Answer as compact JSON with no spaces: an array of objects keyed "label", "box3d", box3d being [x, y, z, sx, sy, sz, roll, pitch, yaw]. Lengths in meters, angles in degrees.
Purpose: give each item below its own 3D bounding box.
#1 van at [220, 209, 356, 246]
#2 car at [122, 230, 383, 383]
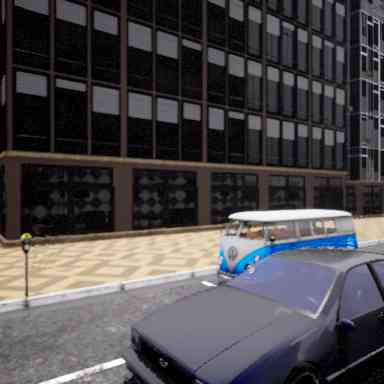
[{"label":"van","box3d":[2.475,1.355,8.327,3.998,1.788,1.690,0,0,-35]},{"label":"car","box3d":[1.826,1.556,4.683,5.357,1.411,2.033,0,0,-36]}]
